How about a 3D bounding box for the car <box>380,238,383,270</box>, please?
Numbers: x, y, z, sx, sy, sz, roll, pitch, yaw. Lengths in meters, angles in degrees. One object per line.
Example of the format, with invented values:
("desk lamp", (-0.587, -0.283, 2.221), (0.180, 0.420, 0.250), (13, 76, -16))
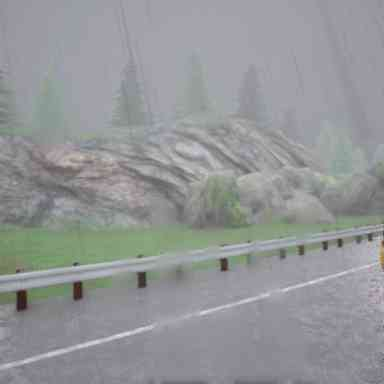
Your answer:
("car", (7.100, 1.484, 9.239), (5.008, 1.535, 1.882), (0, 0, -38))
